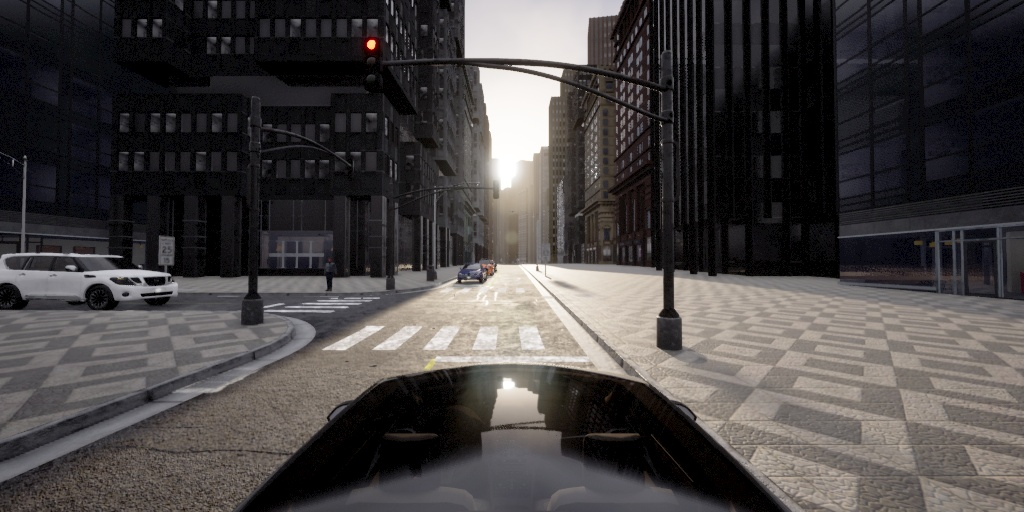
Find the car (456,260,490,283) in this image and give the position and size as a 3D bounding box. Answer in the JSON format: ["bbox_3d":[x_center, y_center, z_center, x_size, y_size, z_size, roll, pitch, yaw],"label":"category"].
[{"bbox_3d":[-3.051,1.288,28.235,1.812,1.442,4.674,0,0,2],"label":"car"}]

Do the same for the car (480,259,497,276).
[{"bbox_3d":[-3.028,1.137,38.240,2.097,1.767,4.553,0,0,0],"label":"car"}]

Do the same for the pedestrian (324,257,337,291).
[{"bbox_3d":[-9.972,0.974,19.591,0.375,1.860,0.375,0,-1,0],"label":"pedestrian"}]

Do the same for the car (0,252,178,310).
[{"bbox_3d":[-15.881,0.907,13.398,5.566,2.045,2.150,0,-1,2],"label":"car"}]
